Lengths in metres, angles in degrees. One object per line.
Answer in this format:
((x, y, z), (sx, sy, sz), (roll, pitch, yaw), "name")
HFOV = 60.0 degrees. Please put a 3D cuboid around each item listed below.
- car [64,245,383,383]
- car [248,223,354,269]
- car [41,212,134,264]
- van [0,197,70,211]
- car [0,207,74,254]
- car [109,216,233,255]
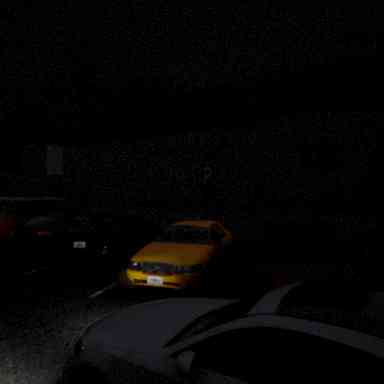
((0.930, 1.525, 2.716), (4.674, 1.442, 1.812), (0, 0, 36), "car")
((2.441, 1.516, 7.709), (2.163, 1.488, 4.792), (1, -1, 16), "car")
((-2.410, 1.499, 11.236), (2.163, 1.488, 4.792), (0, -1, 16), "car")
((-7.291, 1.202, 14.557), (1.878, 1.987, 4.442), (1, 0, 16), "van")
((-4.848, 1.489, 12.936), (2.002, 1.452, 4.674), (0, 0, 16), "car")
((-0.026, 1.474, 9.291), (1.946, 1.575, 5.366), (1, -1, 15), "car")
